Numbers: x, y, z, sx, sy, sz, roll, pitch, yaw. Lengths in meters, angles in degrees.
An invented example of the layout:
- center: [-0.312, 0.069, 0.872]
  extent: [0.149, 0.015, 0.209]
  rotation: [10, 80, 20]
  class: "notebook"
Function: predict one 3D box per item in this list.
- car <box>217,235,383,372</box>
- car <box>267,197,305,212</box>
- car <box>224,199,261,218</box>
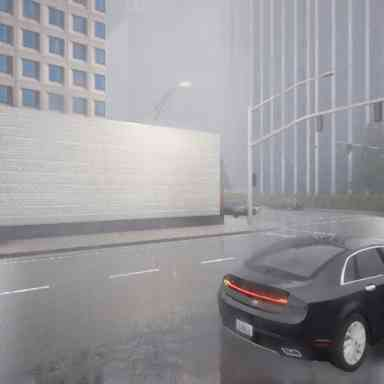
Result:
- center: [2.658, 1.505, 5.696]
  extent: [4.892, 1.490, 1.837]
  rotation: [0, 0, -35]
  class: "car"
- center: [11.036, 1.407, 39.566]
  extent: [2.097, 1.767, 4.553]
  rotation: [0, 0, -36]
  class: "car"
- center: [3.599, 1.603, 31.575]
  extent: [2.033, 1.411, 5.357]
  rotation: [0, 0, -36]
  class: "car"
